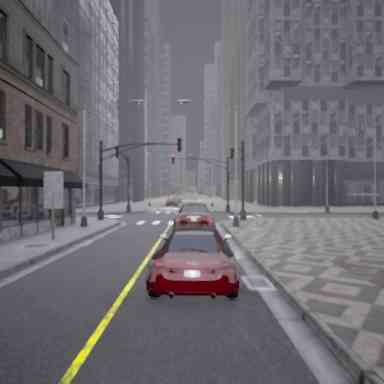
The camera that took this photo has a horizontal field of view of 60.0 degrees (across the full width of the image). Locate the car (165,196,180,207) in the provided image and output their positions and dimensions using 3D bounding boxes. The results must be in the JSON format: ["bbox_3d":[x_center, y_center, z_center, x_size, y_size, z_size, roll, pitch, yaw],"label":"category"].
[{"bbox_3d":[-3.087,1.634,51.446,1.895,1.301,4.718,0,0,0],"label":"car"}]

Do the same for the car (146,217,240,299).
[{"bbox_3d":[0.079,1.565,8.506,1.994,1.385,4.181,0,0,2],"label":"car"}]

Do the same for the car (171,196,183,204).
[{"bbox_3d":[-3.016,1.599,67.271,2.033,1.411,5.357,0,0,0],"label":"car"}]

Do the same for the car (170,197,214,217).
[{"bbox_3d":[0.148,1.357,18.264,2.097,1.767,4.553,0,0,2],"label":"car"}]
